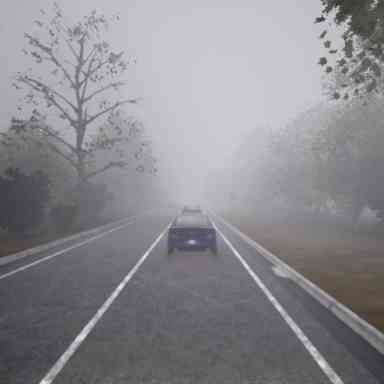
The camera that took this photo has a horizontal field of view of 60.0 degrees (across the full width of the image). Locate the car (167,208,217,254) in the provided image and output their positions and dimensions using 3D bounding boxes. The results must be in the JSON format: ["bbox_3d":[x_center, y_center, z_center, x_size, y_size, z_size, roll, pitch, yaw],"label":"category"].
[{"bbox_3d":[0.019,1.658,14.309,1.882,1.535,5.008,0,-1,0],"label":"car"}]

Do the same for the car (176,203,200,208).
[{"bbox_3d":[0.005,1.898,28.558,2.128,1.511,4.902,0,-1,0],"label":"car"}]

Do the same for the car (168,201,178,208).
[{"bbox_3d":[-3.548,2.400,64.615,1.895,1.301,4.718,0,0,1],"label":"car"}]
